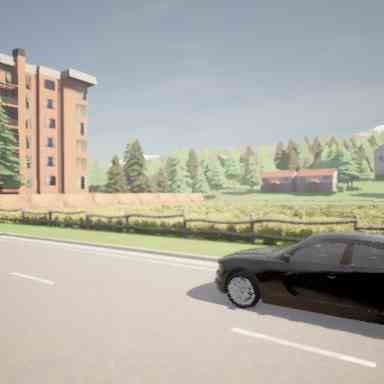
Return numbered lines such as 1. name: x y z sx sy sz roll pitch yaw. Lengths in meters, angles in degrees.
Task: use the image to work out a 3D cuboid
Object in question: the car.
1. car: 2.802 1.494 6.293 5.008 1.535 1.882 -1 -1 35
